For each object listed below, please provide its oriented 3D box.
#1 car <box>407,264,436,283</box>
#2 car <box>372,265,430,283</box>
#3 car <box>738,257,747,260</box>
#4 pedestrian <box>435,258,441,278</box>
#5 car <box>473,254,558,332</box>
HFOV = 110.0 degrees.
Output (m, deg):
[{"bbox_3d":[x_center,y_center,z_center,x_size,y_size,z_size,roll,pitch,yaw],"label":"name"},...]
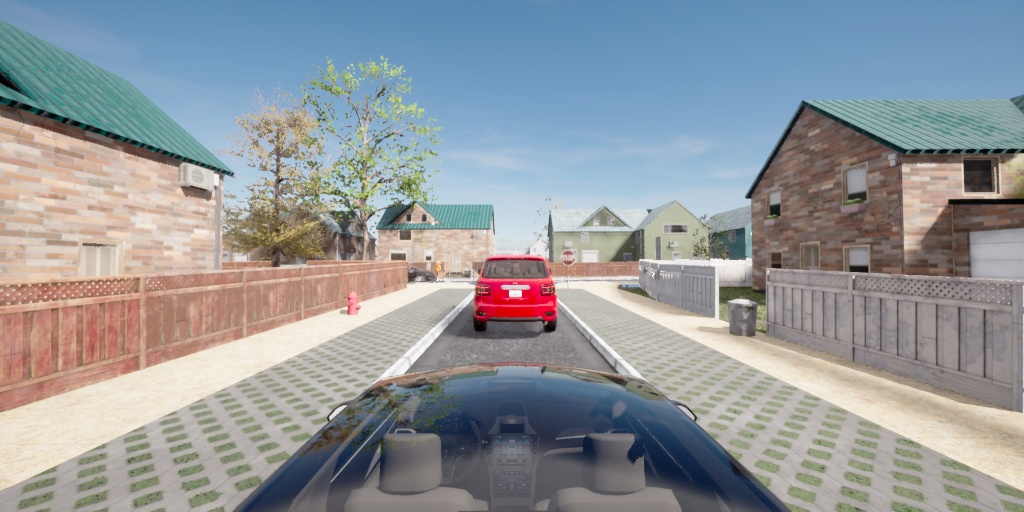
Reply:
[{"bbox_3d":[-8.158,1.351,26.827,4.892,1.490,1.837,-1,-1,1],"label":"car"},{"bbox_3d":[-9.150,1.493,29.786,4.181,1.385,1.994,-1,-1,1],"label":"car"},{"bbox_3d":[18.722,0.956,26.518,4.553,1.767,2.097,0,-1,1],"label":"car"},{"bbox_3d":[-6.753,1.121,32.678,0.375,1.860,0.375,0,-1,1],"label":"pedestrian"},{"bbox_3d":[0.084,0.976,11.063,2.150,2.045,5.566,0,0,0],"label":"car"}]
